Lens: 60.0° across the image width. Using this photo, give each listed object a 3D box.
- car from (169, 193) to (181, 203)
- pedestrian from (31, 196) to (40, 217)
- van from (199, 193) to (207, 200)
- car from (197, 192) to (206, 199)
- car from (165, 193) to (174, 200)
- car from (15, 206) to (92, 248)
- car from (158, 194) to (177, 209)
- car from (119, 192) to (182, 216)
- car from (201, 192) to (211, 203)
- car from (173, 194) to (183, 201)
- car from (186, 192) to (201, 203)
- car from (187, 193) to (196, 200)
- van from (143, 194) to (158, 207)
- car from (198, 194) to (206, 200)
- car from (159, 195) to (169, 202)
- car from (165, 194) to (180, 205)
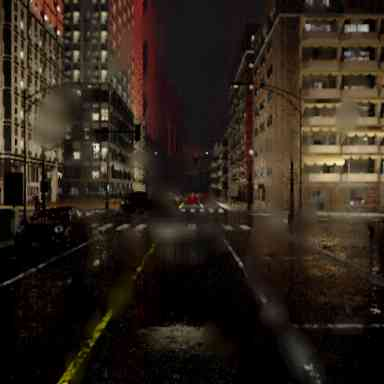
[{"bbox_3d":[-3.119,1.130,62.540,2.097,1.767,4.553,0,0,0],"label":"car"},{"bbox_3d":[-8.860,1.070,18.841,0.375,1.860,0.375,0,0,0],"label":"pedestrian"},{"bbox_3d":[2.601,1.063,79.901,1.690,1.788,3.998,0,0,0],"label":"van"},{"bbox_3d":[2.589,1.005,91.003,2.192,1.841,5.009,0,0,0],"label":"car"},{"bbox_3d":[-5.785,1.146,85.442,1.967,1.590,4.097,0,0,0],"label":"car"},{"bbox_3d":[-5.707,1.386,14.112,1.967,1.590,4.097,0,0,0],"label":"car"},{"bbox_3d":[-3.177,1.190,43.858,2.097,1.767,4.553,0,0,1],"label":"car"},{"bbox_3d":[-3.937,1.057,30.673,5.566,2.045,2.150,1,2,-36],"label":"car"},{"bbox_3d":[2.620,1.090,63.249,2.192,1.841,5.009,0,0,0],"label":"car"},{"bbox_3d":[-3.079,1.222,72.983,1.882,1.535,5.008,0,0,0],"label":"car"},{"bbox_3d":[0.032,1.133,61.243,2.097,1.767,4.553,0,0,0],"label":"car"},{"bbox_3d":[-0.091,1.061,85.603,2.097,1.767,4.553,0,0,0],"label":"car"},{"bbox_3d":[-5.742,1.170,46.586,1.690,1.788,3.998,0,0,0],"label":"van"},{"bbox_3d":[2.596,1.256,85.453,2.008,1.369,4.403,0,0,0],"label":"car"},{"bbox_3d":[-5.766,1.283,68.620,1.752,1.417,4.829,0,0,0],"label":"car"},{"bbox_3d":[-3.144,1.158,53.336,2.097,1.767,4.553,0,0,0],"label":"car"}]
